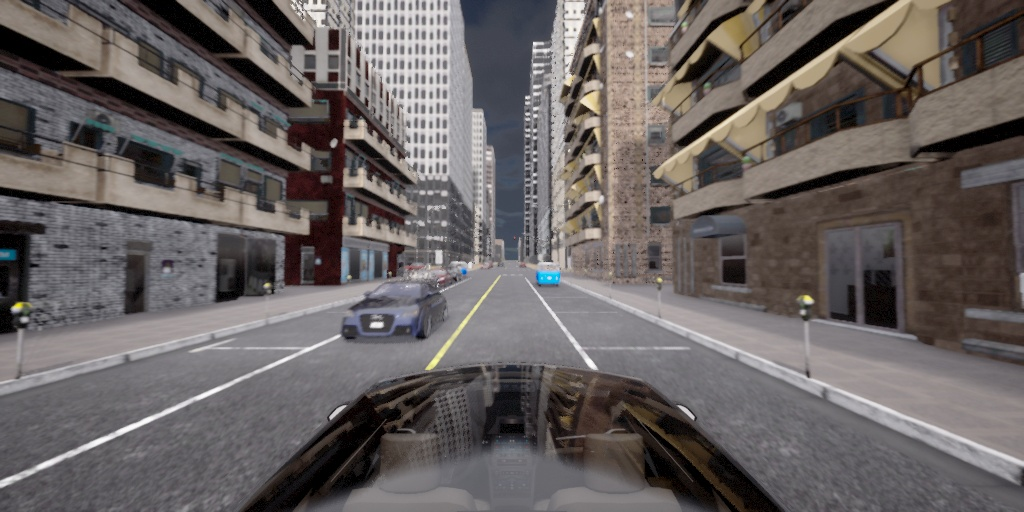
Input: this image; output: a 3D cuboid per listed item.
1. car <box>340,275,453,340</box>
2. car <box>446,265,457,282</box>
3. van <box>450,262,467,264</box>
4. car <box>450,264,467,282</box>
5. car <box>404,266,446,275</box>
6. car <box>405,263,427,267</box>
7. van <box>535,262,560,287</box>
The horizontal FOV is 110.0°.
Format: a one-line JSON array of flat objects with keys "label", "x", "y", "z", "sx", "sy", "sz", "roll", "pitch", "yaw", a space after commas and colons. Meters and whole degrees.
[{"label": "car", "x": -3.102, "y": 1.411, "z": 10.221, "sx": 1.994, "sy": 1.385, "sz": 4.181, "roll": 0, "pitch": -1, "yaw": 0}, {"label": "car", "x": -5.660, "y": 1.628, "z": 27.671, "sx": 1.802, "sy": 1.307, "sz": 4.207, "roll": 0, "pitch": 0, "yaw": 0}, {"label": "van", "x": -5.831, "y": 1.513, "z": 38.751, "sx": 1.690, "sy": 1.789, "sz": 3.998, "roll": 0, "pitch": 0, "yaw": 0}, {"label": "car", "x": -5.660, "y": 1.675, "z": 33.210, "sx": 1.948, "sy": 1.339, "sz": 4.313, "roll": 0, "pitch": 0, "yaw": 0}, {"label": "car", "x": -5.660, "y": 1.534, "z": 22.130, "sx": 2.007, "sy": 1.370, "sz": 4.403, "roll": 0, "pitch": 0, "yaw": 0}, {"label": "car", "x": -16.497, "y": 1.927, "z": 61.377, "sx": 4.097, "sy": 1.591, "sz": 1.967, "roll": 0, "pitch": 0, "yaw": 0}, {"label": "van", "x": 2.688, "y": 1.387, "z": 27.724, "sx": 1.690, "sy": 1.789, "sz": 3.998, "roll": 0, "pitch": 0, "yaw": 0}]
